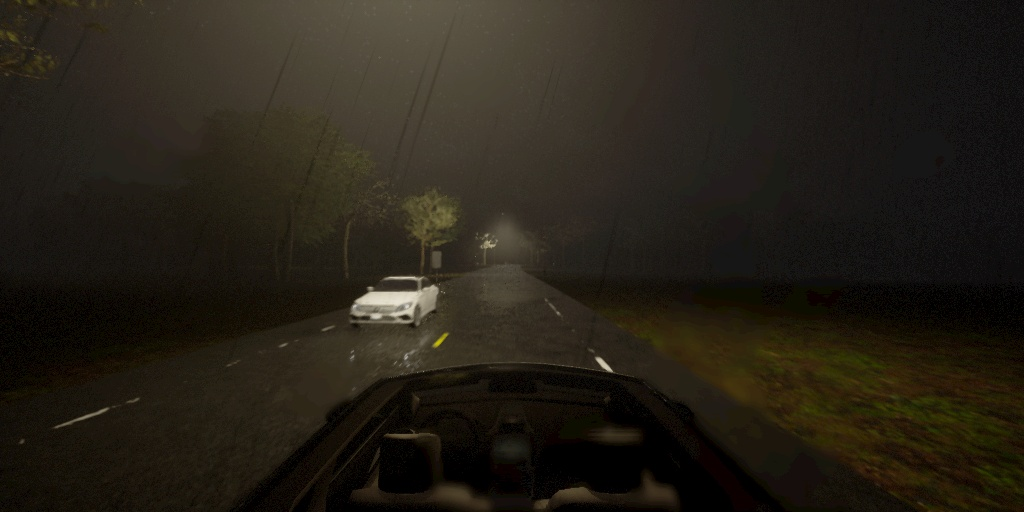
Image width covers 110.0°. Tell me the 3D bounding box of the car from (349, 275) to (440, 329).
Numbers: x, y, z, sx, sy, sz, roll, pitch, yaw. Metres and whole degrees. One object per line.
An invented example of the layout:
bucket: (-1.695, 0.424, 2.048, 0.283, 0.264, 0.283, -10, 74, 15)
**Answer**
car: (-3.601, 1.380, 11.872, 1.812, 1.442, 4.674, 0, -1, 0)
